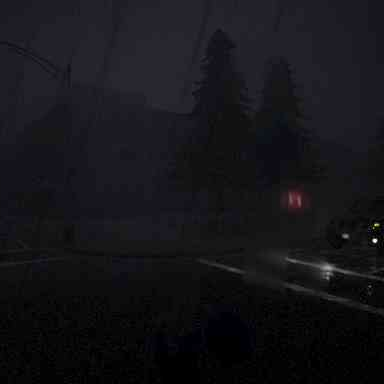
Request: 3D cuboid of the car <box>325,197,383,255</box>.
[{"bbox_3d":[7.795,1.248,13.692,5.566,2.045,2.150,0,0,-36],"label":"car"}]
